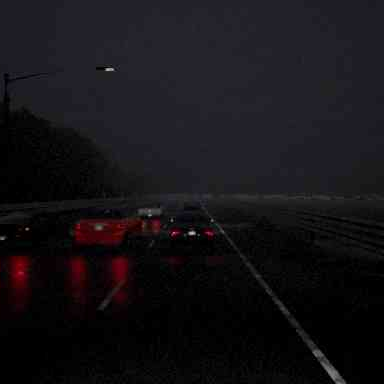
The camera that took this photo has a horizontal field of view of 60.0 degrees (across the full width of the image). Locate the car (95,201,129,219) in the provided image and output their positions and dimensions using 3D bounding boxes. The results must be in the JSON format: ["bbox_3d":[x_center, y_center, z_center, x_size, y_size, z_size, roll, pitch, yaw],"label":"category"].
[{"bbox_3d":[-7.000,1.575,29.649,1.994,1.385,4.181,0,0,0],"label":"car"}]

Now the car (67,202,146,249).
[{"bbox_3d":[-3.499,1.364,14.620,2.097,1.767,4.553,0,0,0],"label":"car"}]

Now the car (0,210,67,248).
[{"bbox_3d":[-7.000,1.531,14.649,1.812,1.442,4.674,0,0,0],"label":"car"}]

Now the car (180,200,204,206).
[{"bbox_3d":[0.000,1.488,29.650,1.882,1.535,5.008,0,0,0],"label":"car"}]

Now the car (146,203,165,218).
[{"bbox_3d":[-3.499,1.619,29.680,1.895,1.301,4.718,0,0,0],"label":"car"}]

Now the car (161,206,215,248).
[{"bbox_3d":[0.001,1.561,14.650,2.033,1.411,5.357,0,0,0],"label":"car"}]
